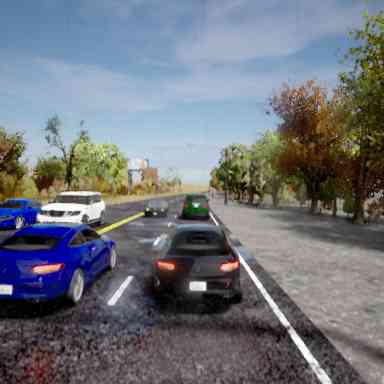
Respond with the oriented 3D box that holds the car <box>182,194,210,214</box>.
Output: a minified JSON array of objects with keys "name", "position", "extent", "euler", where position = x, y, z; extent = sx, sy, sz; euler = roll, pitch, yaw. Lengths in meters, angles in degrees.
[{"name":"car","position":[0.320,1.158,28.065],"extent":[2.150,2.045,5.566],"euler":[1,0,0]}]

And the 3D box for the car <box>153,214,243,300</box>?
[{"name":"car","position":[0.157,1.512,8.240],"extent":[1.812,1.442,4.674],"euler":[0,0,1]}]

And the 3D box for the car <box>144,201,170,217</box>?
[{"name":"car","position":[-2.925,1.454,28.857],"extent":[1.895,1.301,4.718],"euler":[2,0,1]}]

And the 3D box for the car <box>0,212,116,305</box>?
[{"name":"car","position":[-3.092,1.434,7.777],"extent":[1.812,1.442,4.674],"euler":[2,0,0]}]

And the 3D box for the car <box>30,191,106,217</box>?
[{"name":"car","position":[-6.458,0.997,18.578],"extent":[2.150,2.045,5.566],"euler":[2,0,0]}]

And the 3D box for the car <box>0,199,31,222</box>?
[{"name":"car","position":[-9.713,1.154,18.633],"extent":[1.882,1.535,5.008],"euler":[2,0,0]}]
